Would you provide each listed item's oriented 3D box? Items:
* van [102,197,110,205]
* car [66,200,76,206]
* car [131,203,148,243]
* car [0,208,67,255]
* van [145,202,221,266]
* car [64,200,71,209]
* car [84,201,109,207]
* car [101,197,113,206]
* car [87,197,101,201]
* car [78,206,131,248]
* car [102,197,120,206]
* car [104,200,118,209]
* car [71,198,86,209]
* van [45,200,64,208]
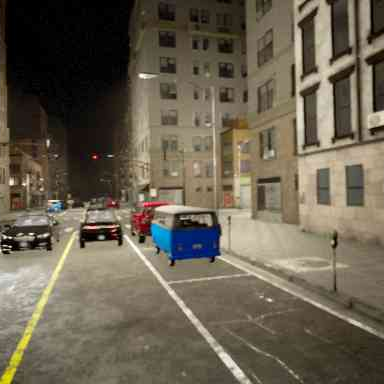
[{"bbox_3d":[-20.338,2.179,78.624,1.690,1.788,3.998,-1,0,-17],"label":"van"},{"bbox_3d":[-29.616,2.641,81.488,2.008,1.369,4.403,-1,0,-17],"label":"car"},{"bbox_3d":[-1.949,1.435,16.907,2.192,1.841,5.009,-1,0,-17],"label":"car"},{"bbox_3d":[-7.006,1.736,14.878,2.128,1.511,4.902,-1,0,-16],"label":"car"},{"bbox_3d":[-0.371,1.399,11.627,1.690,1.788,3.998,-1,0,-17],"label":"van"},{"bbox_3d":[-21.887,2.356,55.587,1.947,1.339,4.313,-1,0,-17],"label":"car"},{"bbox_3d":[-10.348,2.015,36.090,1.895,1.301,4.718,-1,0,-16],"label":"car"},{"bbox_3d":[-18.786,2.093,73.446,2.192,1.841,5.009,-1,0,-17],"label":"car"},{"bbox_3d":[-20.711,2.349,70.529,2.033,1.411,5.357,-1,0,-17],"label":"car"},{"bbox_3d":[-4.347,1.670,15.920,2.128,1.511,4.902,-1,0,-16],"label":"car"},{"bbox_3d":[-12.579,1.852,52.732,2.192,1.841,5.009,-1,0,-17],"label":"car"},{"bbox_3d":[-14.124,2.148,57.910,2.008,1.369,4.403,-1,0,-17],"label":"car"},{"bbox_3d":[-20.298,2.326,59.451,1.994,1.385,4.181,-1,0,-16],"label":"car"},{"bbox_3d":[-18.801,2.010,45.228,1.690,1.788,3.998,-1,0,-17],"label":"van"}]
